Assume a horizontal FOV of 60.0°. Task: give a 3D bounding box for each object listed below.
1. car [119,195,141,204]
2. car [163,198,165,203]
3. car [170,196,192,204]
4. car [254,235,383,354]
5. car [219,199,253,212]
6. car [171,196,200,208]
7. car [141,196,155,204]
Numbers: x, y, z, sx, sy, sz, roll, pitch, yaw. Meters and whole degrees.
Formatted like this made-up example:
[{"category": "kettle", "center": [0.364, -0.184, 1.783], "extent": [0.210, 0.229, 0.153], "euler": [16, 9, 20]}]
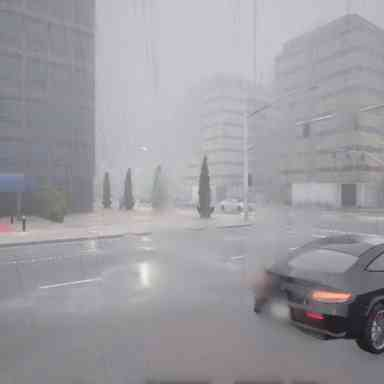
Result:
[{"category": "car", "center": [-12.353, 1.351, 64.512], "extent": [2.097, 1.767, 4.553], "euler": [0, 0, -35]}, {"category": "car", "center": [-7.344, 1.503, 69.697], "extent": [1.837, 1.490, 4.892], "euler": [0, 0, -35]}, {"category": "car", "center": [-2.060, 1.526, 62.221], "extent": [1.812, 1.442, 4.674], "euler": [0, 0, -35]}, {"category": "car", "center": [3.149, 1.526, 6.066], "extent": [4.674, 1.442, 1.812], "euler": [0, 0, -35]}, {"category": "car", "center": [5.132, 1.526, 39.432], "extent": [1.812, 1.442, 4.674], "euler": [0, 0, -35]}, {"category": "car", "center": [-0.726, 1.600, 47.785], "extent": [1.895, 1.301, 4.718], "euler": [0, 0, -35]}, {"category": "car", "center": [-8.788, 1.564, 65.722], "extent": [1.994, 1.385, 4.181], "euler": [0, 0, -35]}]
